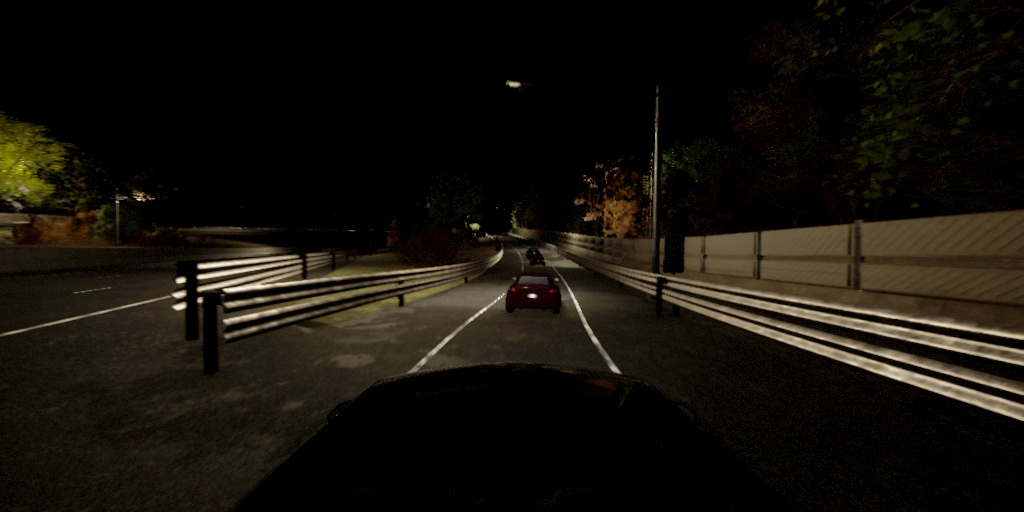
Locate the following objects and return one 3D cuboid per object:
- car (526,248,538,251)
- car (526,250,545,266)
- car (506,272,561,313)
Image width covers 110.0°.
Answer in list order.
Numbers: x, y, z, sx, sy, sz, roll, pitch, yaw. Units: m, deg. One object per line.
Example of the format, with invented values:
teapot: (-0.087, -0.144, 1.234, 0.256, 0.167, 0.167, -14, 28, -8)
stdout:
car: (3.207, -0.482, 54.776, 2.097, 1.767, 4.553, 1, 4, -1)
car: (3.078, 0.454, 43.904, 2.033, 1.411, 5.357, 1, 3, 1)
car: (0.905, 1.332, 14.212, 1.994, 1.385, 4.181, 1, 0, 6)
